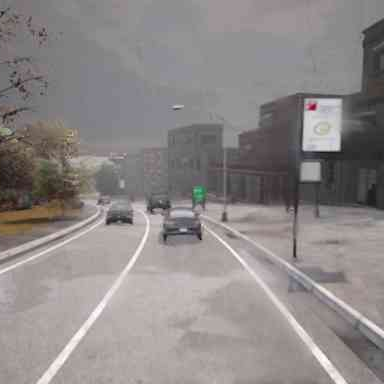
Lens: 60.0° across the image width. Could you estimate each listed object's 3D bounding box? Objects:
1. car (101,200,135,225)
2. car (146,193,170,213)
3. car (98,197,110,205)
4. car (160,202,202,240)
[{"bbox_3d":[-5.140,1.538,24.249,2.033,1.411,5.357,-1,0,-8],"label":"car"},{"bbox_3d":[-3.753,1.143,36.690,2.150,2.045,5.566,-1,0,-13],"label":"car"},{"bbox_3d":[-16.889,1.659,63.950,2.128,1.511,4.902,-3,1,-24],"label":"car"},{"bbox_3d":[-0.575,1.482,16.776,1.812,1.442,4.674,0,0,-5],"label":"car"}]
